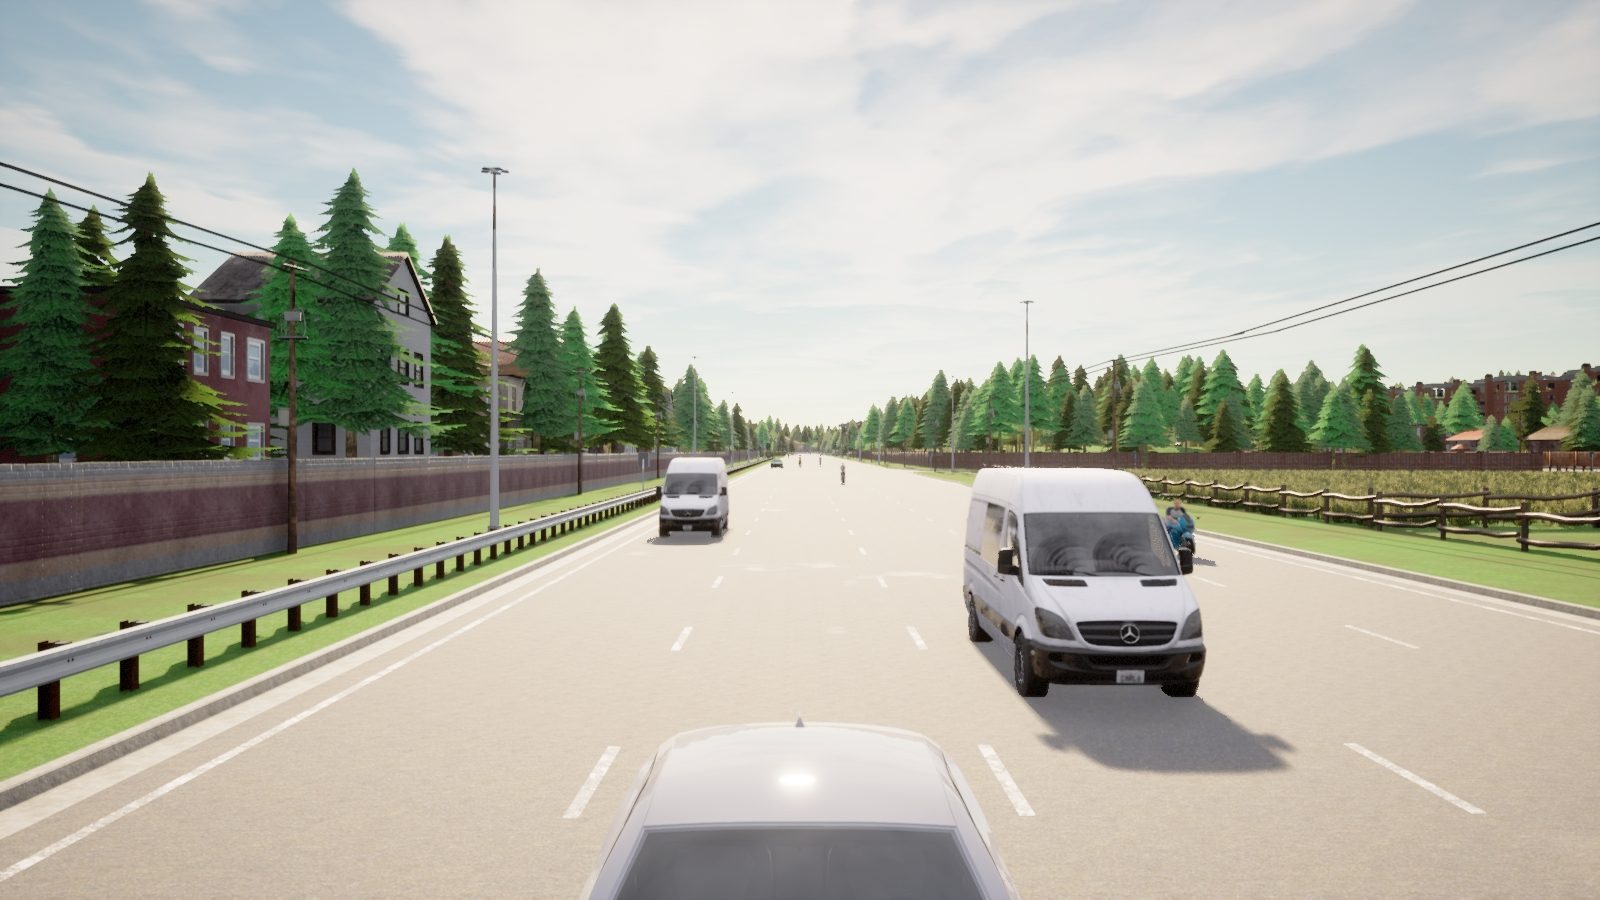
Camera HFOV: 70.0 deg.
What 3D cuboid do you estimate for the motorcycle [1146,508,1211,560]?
[{"bbox_3d":[9.956,2.194,30.152,0.803,1.199,2.033,-1,0,-7],"label":"motorcycle"}]

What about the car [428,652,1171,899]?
[{"bbox_3d":[-0.001,2.036,4.686,2.097,1.535,5.006,0,0,0],"label":"car"}]

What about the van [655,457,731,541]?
[{"bbox_3d":[-3.510,1.545,38.532,1.988,2.561,5.915,0,0,0],"label":"van"}]

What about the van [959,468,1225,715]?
[{"bbox_3d":[3.493,1.540,15.033,1.988,2.561,5.915,0,0,0],"label":"van"}]
